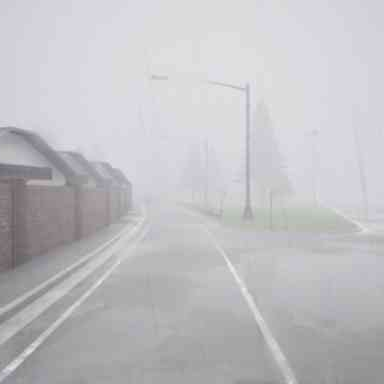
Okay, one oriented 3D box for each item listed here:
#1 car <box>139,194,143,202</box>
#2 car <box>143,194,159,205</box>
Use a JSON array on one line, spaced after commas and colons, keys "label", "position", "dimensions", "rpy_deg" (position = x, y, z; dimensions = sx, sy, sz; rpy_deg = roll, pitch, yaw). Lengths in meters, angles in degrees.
[{"label": "car", "position": [-9.902, 1.165, 69.775], "dimensions": [2.097, 1.767, 4.553], "rpy_deg": [0, 0, -18]}, {"label": "car", "position": [-7.208, 1.457, 60.046], "dimensions": [1.882, 1.535, 5.008], "rpy_deg": [0, 0, -15]}]
